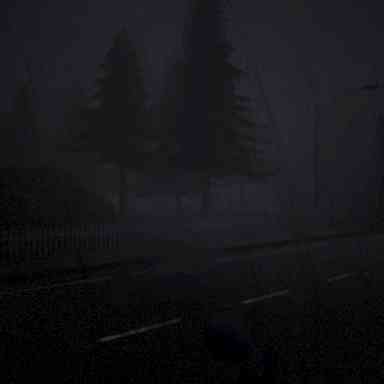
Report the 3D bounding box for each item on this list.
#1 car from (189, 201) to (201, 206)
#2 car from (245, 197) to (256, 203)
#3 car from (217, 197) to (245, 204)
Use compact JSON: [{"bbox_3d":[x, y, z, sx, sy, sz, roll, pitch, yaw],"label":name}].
[{"bbox_3d":[0.887,1.565,54.296,2.128,1.511,4.902,0,0,-34],"label":"car"},{"bbox_3d":[9.225,1.643,60.725,2.033,1.411,5.357,0,0,-34],"label":"car"},{"bbox_3d":[6.326,1.635,58.764,2.033,1.411,5.357,0,0,-34],"label":"car"}]
